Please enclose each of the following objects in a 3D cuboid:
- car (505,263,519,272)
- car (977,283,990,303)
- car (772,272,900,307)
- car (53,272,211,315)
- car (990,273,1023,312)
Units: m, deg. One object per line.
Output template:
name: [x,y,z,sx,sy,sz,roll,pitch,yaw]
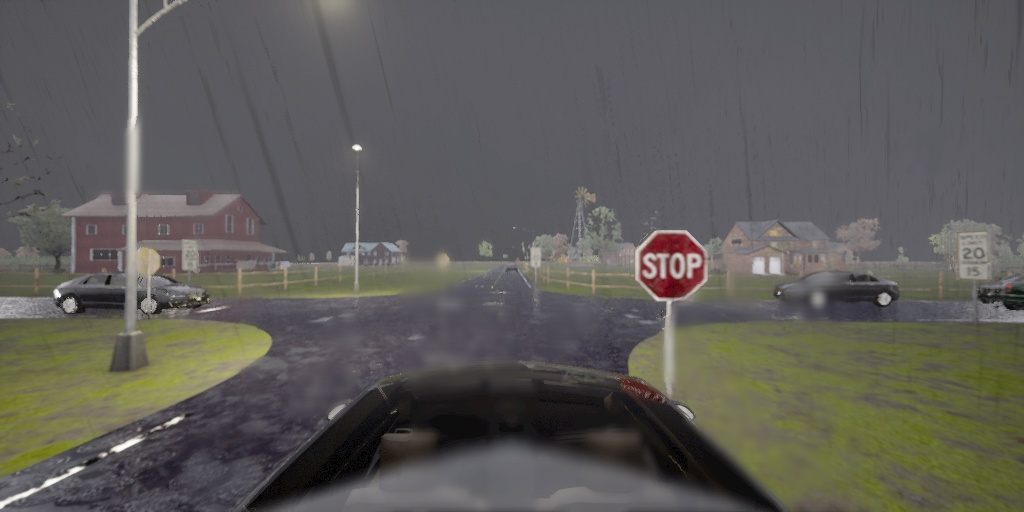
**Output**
car: [0.003,1.876,58.857,1.837,1.490,4.892,0,0,0]
car: [24.162,1.502,16.315,4.892,1.490,1.837,0,-1,1]
car: [14.648,1.467,16.375,4.892,1.490,1.837,0,-1,0]
car: [-14.163,1.349,13.512,4.892,1.490,1.837,0,-1,2]
car: [21.657,1.313,13.386,4.553,1.767,2.097,0,-1,0]
